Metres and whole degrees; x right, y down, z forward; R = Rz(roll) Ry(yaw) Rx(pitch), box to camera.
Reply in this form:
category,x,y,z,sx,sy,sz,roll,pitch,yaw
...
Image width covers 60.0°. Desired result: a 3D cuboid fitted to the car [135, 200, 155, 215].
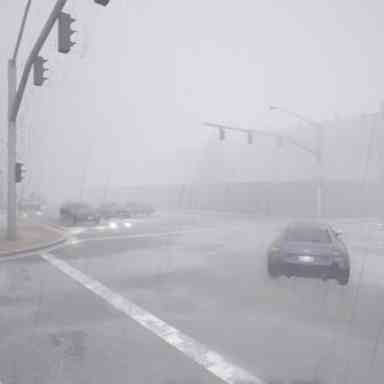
category,x,y,z,sx,sy,sz,roll,pitch,yaw
car,-5.589,1.528,32.589,2.033,1.411,5.357,0,0,-35

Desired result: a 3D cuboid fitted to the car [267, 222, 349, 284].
category,x,y,z,sx,sy,sz,roll,pitch,yaw
car,3.404,1.560,9.763,1.994,1.385,4.181,0,0,20

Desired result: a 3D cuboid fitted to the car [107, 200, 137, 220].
category,x,y,z,sx,sy,sz,roll,pitch,yaw
car,-6.651,1.535,27.659,1.994,1.385,4.181,0,0,-35

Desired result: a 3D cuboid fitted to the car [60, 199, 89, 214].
category,x,y,z,sx,sy,sz,roll,pitch,yaw
car,-12.979,1.497,36.596,1.812,1.442,4.674,0,0,-35

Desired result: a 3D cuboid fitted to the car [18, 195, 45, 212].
category,x,y,z,sx,sy,sz,roll,pitch,yaw
car,-19.224,1.441,39.338,1.882,1.535,5.008,0,0,-35

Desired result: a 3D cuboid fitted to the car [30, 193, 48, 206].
category,x,y,z,sx,sy,sz,roll,pitch,yaw
car,-24.862,1.179,53.485,2.150,2.045,5.566,0,0,-35

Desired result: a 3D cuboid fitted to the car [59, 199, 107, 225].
category,x,y,z,sx,sy,sz,roll,pitch,yaw
car,-7.990,1.467,23.500,1.837,1.490,4.892,0,0,-35
